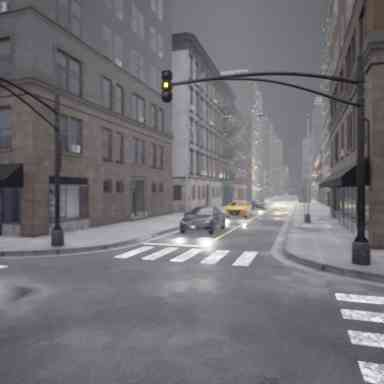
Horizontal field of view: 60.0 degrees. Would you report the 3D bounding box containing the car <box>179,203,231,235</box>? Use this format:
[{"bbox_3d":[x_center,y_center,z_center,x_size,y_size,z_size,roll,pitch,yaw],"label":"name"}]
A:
[{"bbox_3d":[0.760,1.565,19.583,1.812,1.442,4.674,0,0,18],"label":"car"}]

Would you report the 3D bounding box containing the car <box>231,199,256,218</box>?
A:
[{"bbox_3d":[4.388,1.531,30.775,1.882,1.535,5.008,0,0,18],"label":"car"}]

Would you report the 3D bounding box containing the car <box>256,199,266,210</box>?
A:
[{"bbox_3d":[8.515,1.634,43.451,1.994,1.385,4.181,0,0,18],"label":"car"}]
